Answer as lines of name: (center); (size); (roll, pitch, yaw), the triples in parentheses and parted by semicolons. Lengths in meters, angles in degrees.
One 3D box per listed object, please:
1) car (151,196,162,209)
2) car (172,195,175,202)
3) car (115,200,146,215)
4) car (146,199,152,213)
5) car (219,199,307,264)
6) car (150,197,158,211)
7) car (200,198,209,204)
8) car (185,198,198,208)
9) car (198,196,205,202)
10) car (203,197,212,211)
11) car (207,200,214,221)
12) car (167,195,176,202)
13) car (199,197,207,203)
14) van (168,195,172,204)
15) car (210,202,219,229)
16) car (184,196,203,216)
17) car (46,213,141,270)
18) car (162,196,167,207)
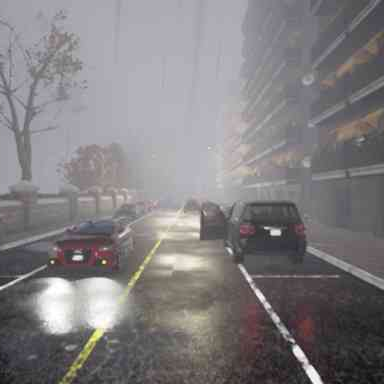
car: (-5.717, 1.629, 47.101); (1.967, 1.590, 4.097); (0, 0, 0)
car: (-5.738, 1.935, 80.884); (1.947, 1.339, 4.313); (0, 0, 0)
car: (-5.707, 1.682, 30.214); (1.947, 1.339, 4.313); (0, 0, 0)
car: (-5.710, 1.719, 35.844); (1.802, 1.307, 4.206); (0, 0, 0)
car: (2.387, 1.268, 12.177); (2.150, 2.045, 5.566); (0, 0, 0)
car: (-5.714, 1.706, 41.473); (1.887, 1.381, 4.507); (0, 0, 0)
car: (2.649, 1.890, 69.628); (1.802, 1.307, 4.206); (0, 0, 0)
car: (-0.029, 1.693, 51.949); (1.882, 1.535, 5.008); (0, 0, 0)
car: (2.635, 1.873, 92.149); (1.967, 1.590, 4.097); (0, 0, 0)
car: (2.659, 1.801, 52.736); (1.802, 1.307, 4.206); (0, 0, 0)
car: (2.674, 1.661, 30.218); (1.887, 1.381, 4.507); (0, 0, 0)
car: (-5.744, 1.748, 92.145); (2.192, 1.841, 5.009); (0, 0, 0)
car: (2.642, 1.935, 80.889); (1.947, 1.339, 4.313); (0, 0, 0)
van: (-5.731, 1.649, 69.624); (1.690, 1.788, 3.998); (0, 0, 0)
car: (2.677, 1.645, 24.588); (2.008, 1.369, 4.403); (0, 0, 0)
car: (0.040, 1.629, 39.248); (1.882, 1.535, 5.008); (0, 0, 0)
car: (-3.106, 1.606, 11.050); (1.994, 1.385, 4.181); (0, 0, 0)
car: (-5.721, 1.534, 52.733); (2.192, 1.841, 5.009); (0, 0, 0)
